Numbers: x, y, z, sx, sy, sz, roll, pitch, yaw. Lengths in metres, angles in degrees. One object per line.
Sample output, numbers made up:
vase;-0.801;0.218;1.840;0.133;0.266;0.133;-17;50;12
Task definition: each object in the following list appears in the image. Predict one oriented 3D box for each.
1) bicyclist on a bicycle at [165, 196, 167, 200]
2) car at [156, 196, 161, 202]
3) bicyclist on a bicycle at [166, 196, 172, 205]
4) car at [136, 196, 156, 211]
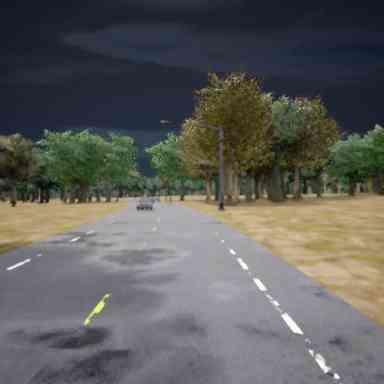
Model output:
bicyclist on a bicycle;-5.422;1.700;70.288;0.582;1.620;1.656;0;-1;-10
car;-9.059;1.768;84.118;2.033;1.411;5.357;0;-1;-13
bicyclist on a bicycle;-3.925;1.645;61.413;0.582;1.620;1.656;0;-1;-9
car;-6.028;1.455;42.695;2.097;1.767;4.553;0;0;-6
